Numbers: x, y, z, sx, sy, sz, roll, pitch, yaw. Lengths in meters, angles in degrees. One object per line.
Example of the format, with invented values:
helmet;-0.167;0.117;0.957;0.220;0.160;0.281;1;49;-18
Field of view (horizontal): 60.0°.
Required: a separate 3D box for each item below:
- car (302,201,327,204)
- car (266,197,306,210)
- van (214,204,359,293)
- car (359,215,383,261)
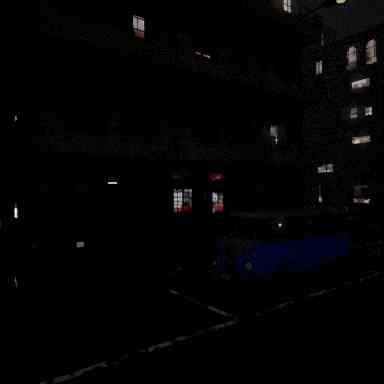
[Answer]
car;11.822;1.538;30.734;1.895;1.301;4.718;-1;1;-39
car;11.553;1.352;40.963;1.887;1.381;4.507;-1;1;-37
van;2.399;1.338;8.555;3.998;1.788;1.690;0;-1;-37
car;6.829;1.546;11.948;4.403;1.369;2.008;0;-1;-37
